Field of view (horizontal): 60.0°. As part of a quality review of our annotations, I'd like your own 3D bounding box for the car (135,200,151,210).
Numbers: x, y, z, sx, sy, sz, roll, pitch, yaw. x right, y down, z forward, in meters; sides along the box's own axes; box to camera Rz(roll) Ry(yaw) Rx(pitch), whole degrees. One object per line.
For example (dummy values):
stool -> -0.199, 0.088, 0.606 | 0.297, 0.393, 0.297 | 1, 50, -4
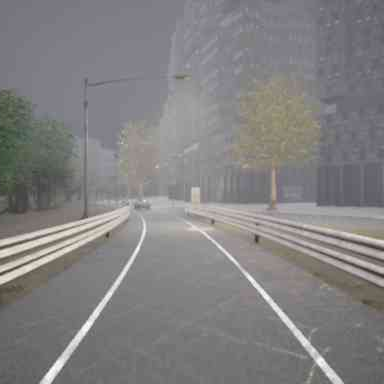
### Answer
car -> -7.478, 1.952, 50.244 | 2.128, 1.511, 4.902 | 0, 0, -19
